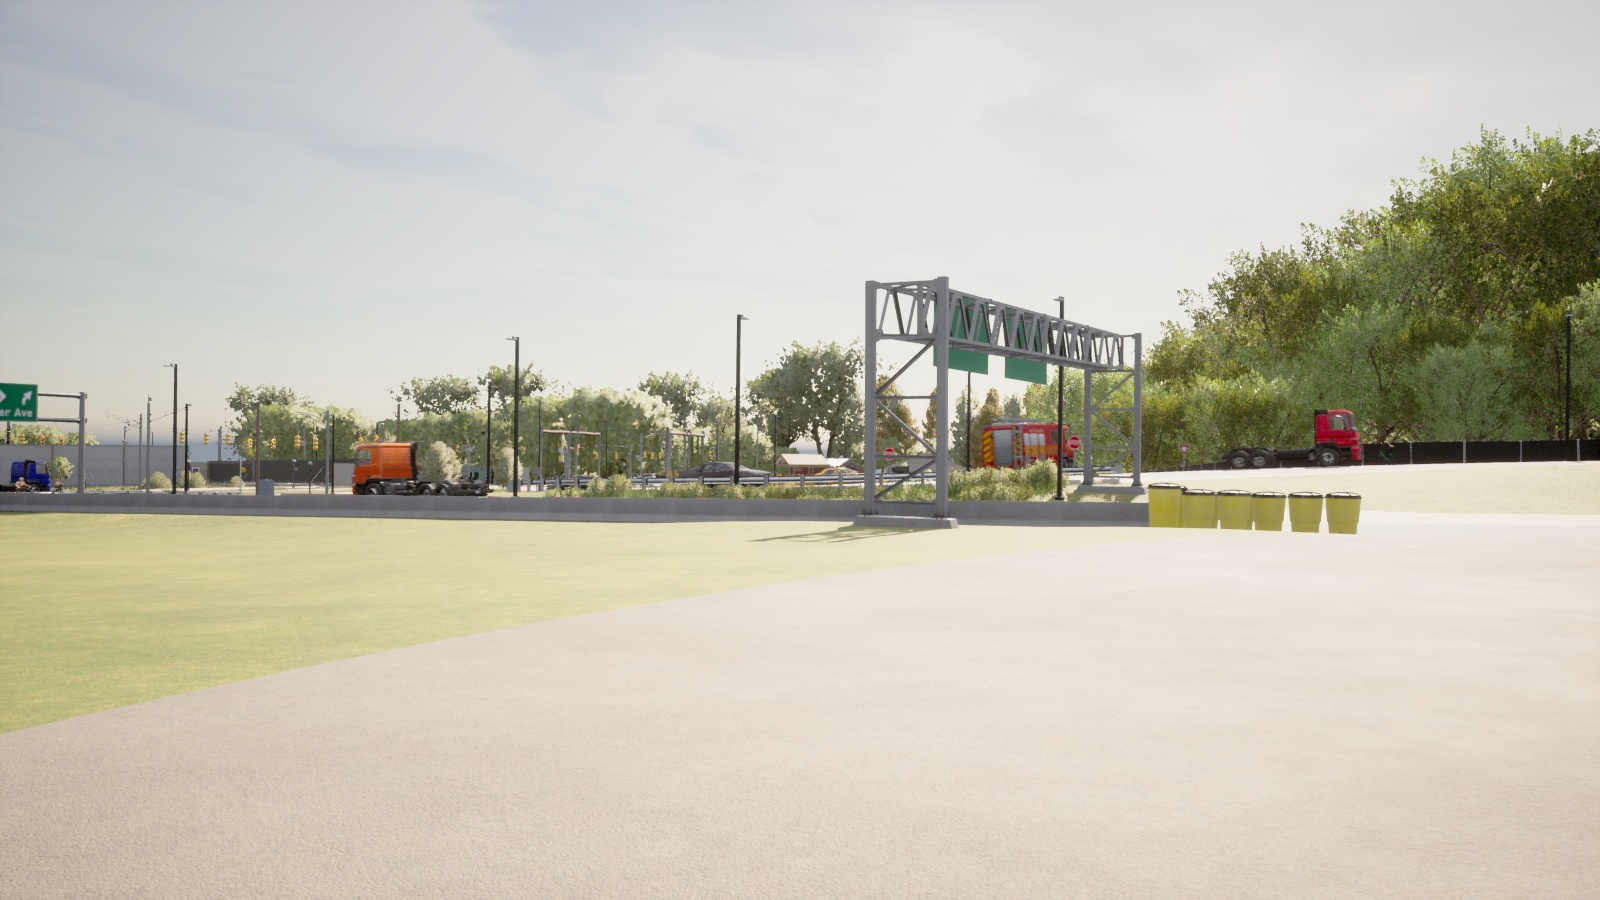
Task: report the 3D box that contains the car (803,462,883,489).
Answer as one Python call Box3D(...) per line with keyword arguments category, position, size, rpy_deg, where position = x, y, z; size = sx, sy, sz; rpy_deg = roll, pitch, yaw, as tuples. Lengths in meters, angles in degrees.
Box3D(category="car", position=(3.029, 1.857, 89.563), size=(5.366, 1.575, 1.801), rpy_deg=(-4, -2, 29))

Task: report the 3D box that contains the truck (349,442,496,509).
Box3D(category="truck", position=(-20.632, 1.407, 68.524), size=(7.936, 3.462, 2.891), rpy_deg=(-1, -1, 28))

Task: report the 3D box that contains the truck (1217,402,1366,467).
Box3D(category="truck", position=(29.700, -0.860, 75.961), size=(7.936, 3.462, 2.891), rpy_deg=(-3, -1, 28))

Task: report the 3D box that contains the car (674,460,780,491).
Box3D(category="car", position=(-3.885, 1.363, 66.652), size=(5.357, 1.411, 2.033), rpy_deg=(-3, -2, 31))

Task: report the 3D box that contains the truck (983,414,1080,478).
Box3D(category="truck", position=(15.054, -0.235, 81.100), size=(2.891, 3.827, 8.468), rpy_deg=(-4, -2, 33))
